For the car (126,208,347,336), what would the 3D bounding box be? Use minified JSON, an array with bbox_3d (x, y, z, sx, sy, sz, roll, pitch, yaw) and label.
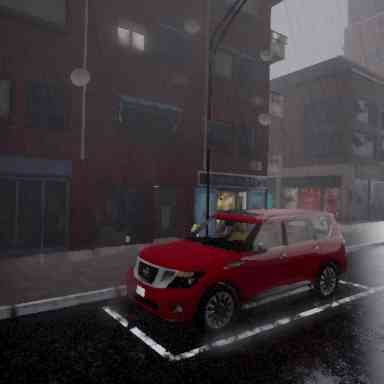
[{"bbox_3d":[1.210,1.317,6.927,5.009,1.841,2.192,0,2,-35],"label":"car"}]
